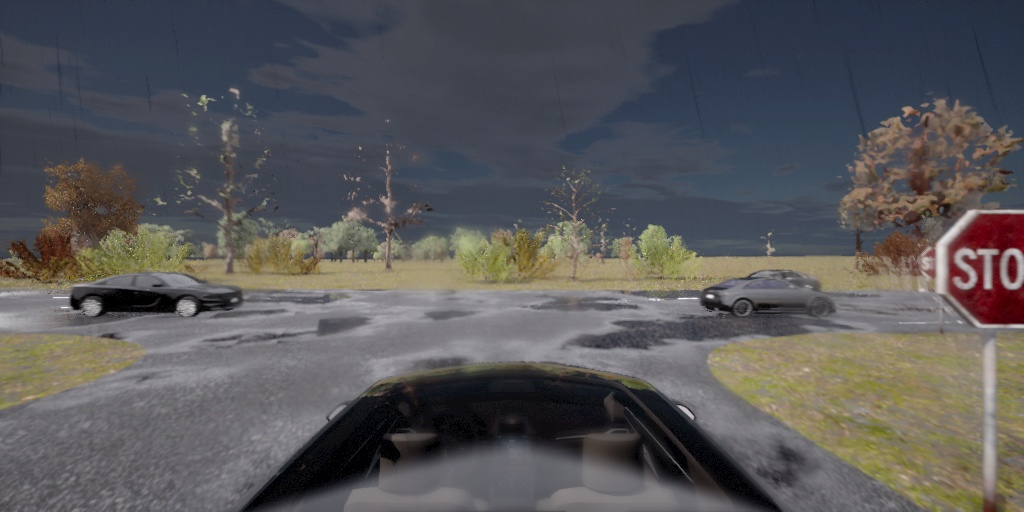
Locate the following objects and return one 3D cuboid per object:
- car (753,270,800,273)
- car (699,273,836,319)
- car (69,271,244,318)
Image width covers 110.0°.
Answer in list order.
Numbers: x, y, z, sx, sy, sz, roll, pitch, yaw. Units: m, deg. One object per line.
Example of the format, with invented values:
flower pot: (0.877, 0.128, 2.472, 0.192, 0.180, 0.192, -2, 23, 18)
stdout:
car: (14.613, 1.542, 20.284, 4.892, 1.490, 1.837, 0, 0, -1)
car: (9.221, 1.457, 13.143, 4.181, 1.385, 1.994, 0, 0, -1)
car: (-12.358, 1.296, 12.708, 5.008, 1.535, 1.882, 0, 0, -1)
